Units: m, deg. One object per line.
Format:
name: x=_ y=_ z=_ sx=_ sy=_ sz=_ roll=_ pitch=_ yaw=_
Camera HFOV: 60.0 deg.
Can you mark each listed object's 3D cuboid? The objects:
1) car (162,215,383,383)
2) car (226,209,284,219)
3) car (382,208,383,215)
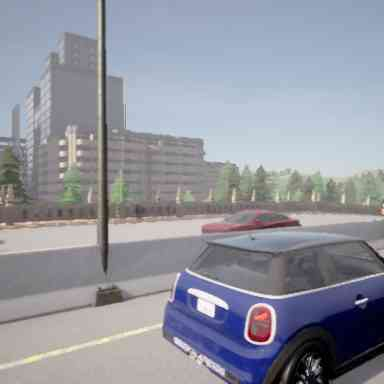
car: x=1.895 y=1.373 z=5.100 sx=4.553 sy=1.767 sz=2.097 roll=0 pitch=0 yaw=-35
car: x=2.647 y=1.528 z=14.471 sx=5.008 sy=1.535 sz=1.882 roll=0 pitch=0 yaw=-35
car: x=23.665 y=2.004 z=38.019 sx=4.553 sy=1.767 sz=2.097 roll=4 pitch=-3 yaw=-35
